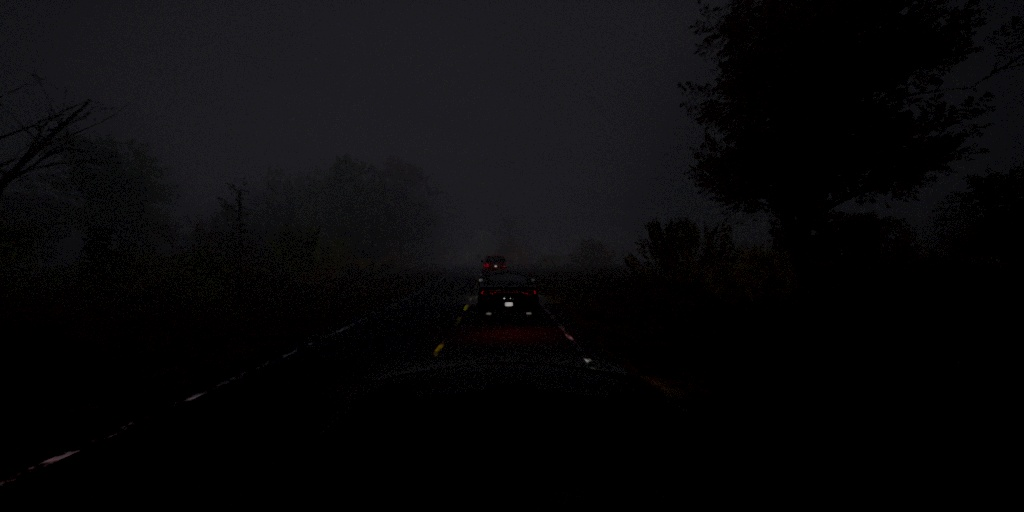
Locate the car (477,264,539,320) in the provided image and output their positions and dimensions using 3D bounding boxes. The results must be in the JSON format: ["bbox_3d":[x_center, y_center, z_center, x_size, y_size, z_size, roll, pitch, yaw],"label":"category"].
[{"bbox_3d":[-0.180,1.222,12.697,1.882,1.535,5.008,0,0,-2],"label":"car"}]

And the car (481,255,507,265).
[{"bbox_3d":[-1.665,0.957,33.206,2.150,2.045,5.566,0,0,-6],"label":"car"}]
